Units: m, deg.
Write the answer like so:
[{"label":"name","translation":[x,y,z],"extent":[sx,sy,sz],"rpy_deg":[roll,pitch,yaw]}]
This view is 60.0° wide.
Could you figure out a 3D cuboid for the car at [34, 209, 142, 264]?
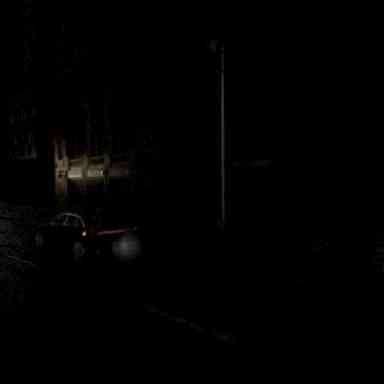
[{"label":"car","translation":[-3.751,1.361,11.480],"extent":[4.902,1.511,2.128],"rpy_deg":[0,1,43]}]
